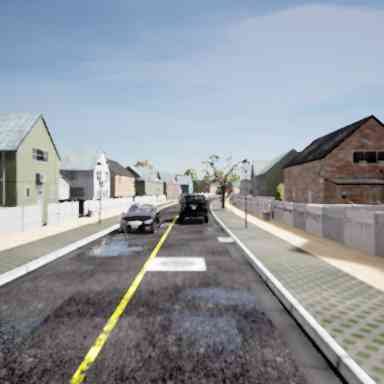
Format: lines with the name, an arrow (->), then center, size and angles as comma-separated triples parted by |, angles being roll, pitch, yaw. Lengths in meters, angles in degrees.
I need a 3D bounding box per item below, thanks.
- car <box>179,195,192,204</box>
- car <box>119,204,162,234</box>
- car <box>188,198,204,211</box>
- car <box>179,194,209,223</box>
car -> -1.155, 1.393, 60.083 | 1.837, 1.490, 4.892 | 0, 0, 5
car -> -2.825, 1.457, 18.965 | 2.128, 1.511, 4.902 | 0, 0, 0
car -> 0.506, 1.452, 39.927 | 1.812, 1.442, 4.674 | 0, 0, 2
car -> 0.148, 1.174, 25.367 | 2.150, 2.045, 5.566 | 0, 0, 1
